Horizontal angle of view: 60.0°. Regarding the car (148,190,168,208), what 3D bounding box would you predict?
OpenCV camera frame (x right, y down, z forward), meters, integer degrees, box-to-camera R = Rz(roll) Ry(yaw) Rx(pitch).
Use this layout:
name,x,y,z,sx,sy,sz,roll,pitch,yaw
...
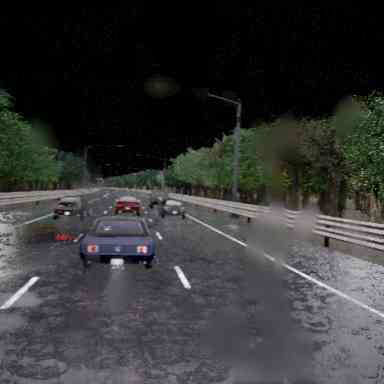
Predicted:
name,x,y,z,sx,sy,sz,roll,pitch,yaw
car,-3.856,0.823,38.889,2.150,2.045,5.566,3,1,-10

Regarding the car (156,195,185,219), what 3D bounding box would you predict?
name,x,y,z,sx,sy,sz,roll,pitch,yaw
car,-1.639,1.295,26.795,1.812,1.442,4.674,3,0,-10

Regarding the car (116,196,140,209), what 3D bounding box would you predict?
name,x,y,z,sx,sy,sz,roll,pitch,yaw
car,-5.423,1.060,28.192,1.882,1.535,5.008,3,0,-10

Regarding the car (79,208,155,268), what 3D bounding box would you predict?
name,x,y,z,sx,sy,sz,roll,pitch,yaw
car,-2.251,1.433,10.533,1.895,1.301,4.718,3,0,-10

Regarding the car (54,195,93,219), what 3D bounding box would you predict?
name,x,y,z,sx,sy,sz,roll,pitch,yaw
car,-7.938,1.000,22.424,1.837,1.490,4.892,3,0,-10
